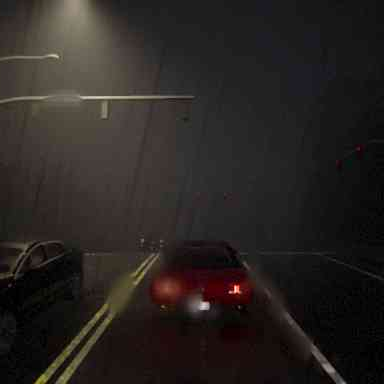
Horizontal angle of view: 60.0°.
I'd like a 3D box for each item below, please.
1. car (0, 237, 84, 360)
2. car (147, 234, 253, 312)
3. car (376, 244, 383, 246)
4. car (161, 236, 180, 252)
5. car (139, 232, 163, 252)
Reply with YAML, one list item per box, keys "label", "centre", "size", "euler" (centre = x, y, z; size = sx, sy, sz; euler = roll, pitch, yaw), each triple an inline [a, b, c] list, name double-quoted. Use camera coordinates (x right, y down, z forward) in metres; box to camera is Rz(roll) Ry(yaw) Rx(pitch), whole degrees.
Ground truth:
- label: "car"
  centre: [-3.538, 1.656, 6.215]
  size: [2.128, 1.511, 4.902]
  euler: [0, -2, 1]
- label: "car"
  centre: [0.199, 1.824, 8.190]
  size: [1.895, 1.301, 4.718]
  euler: [0, -2, 1]
- label: "car"
  centre: [17.326, 4.572, 26.727]
  size: [4.902, 1.511, 2.128]
  euler: [4, -10, 1]
- label: "car"
  centre: [-2.856, 7.075, 44.869]
  size: [2.150, 2.045, 5.566]
  euler: [0, -10, 1]
- label: "car"
  centre: [-3.158, 4.245, 28.613]
  size: [2.097, 1.767, 4.553]
  euler: [0, -11, 1]
